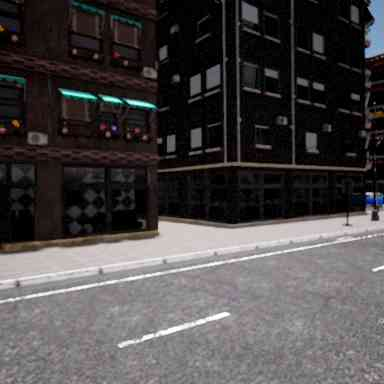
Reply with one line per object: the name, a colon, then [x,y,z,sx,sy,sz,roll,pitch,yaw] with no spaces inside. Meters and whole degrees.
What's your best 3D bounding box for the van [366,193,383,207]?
van: [22.812,1.030,43.514,1.690,1.788,3.998,-2,1,-36]
